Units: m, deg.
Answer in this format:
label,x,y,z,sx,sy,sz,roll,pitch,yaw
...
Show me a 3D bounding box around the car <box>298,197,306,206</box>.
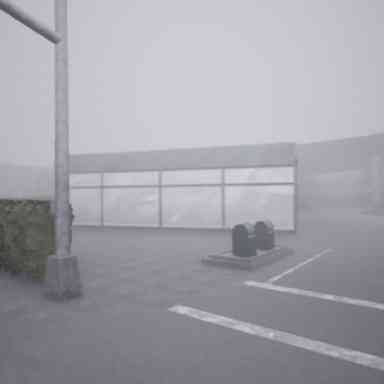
label,x,y,z,sx,sy,sz,roll,pitch,yaw
car,17.496,1.683,55.628,2.242,1.667,4.611,-1,0,36
